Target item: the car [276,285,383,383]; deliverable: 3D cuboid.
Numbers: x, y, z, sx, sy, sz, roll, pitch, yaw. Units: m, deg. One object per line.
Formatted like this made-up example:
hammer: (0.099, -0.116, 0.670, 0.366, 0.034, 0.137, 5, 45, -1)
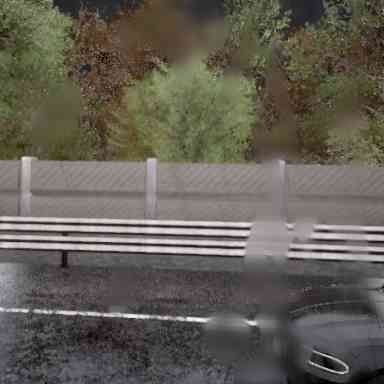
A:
car: (3.445, 1.501, 3.447, 5.008, 1.535, 1.882, 1, 1, 7)
